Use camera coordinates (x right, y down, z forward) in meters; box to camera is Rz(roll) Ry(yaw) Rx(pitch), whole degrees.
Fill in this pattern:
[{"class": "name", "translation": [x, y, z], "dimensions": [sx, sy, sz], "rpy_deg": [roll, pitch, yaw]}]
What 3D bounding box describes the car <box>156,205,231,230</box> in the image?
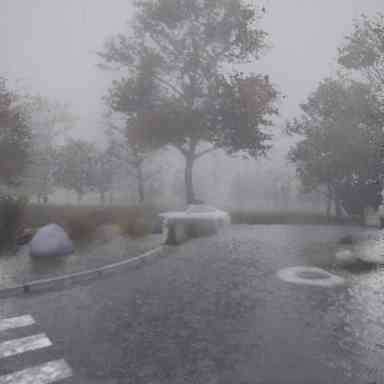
[{"class": "car", "translation": [0.098, 1.520, 20.313], "dimensions": [4.674, 1.442, 1.812], "rpy_deg": [2, -1, -19]}]
